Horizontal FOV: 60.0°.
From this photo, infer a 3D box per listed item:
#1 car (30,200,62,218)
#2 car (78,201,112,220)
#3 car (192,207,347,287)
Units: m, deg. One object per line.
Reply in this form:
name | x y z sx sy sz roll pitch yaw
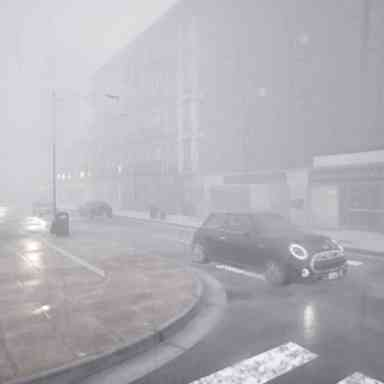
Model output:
car | -13.766 1.679 31.533 1.895 1.301 4.718 0 0 -36
car | -8.625 1.557 29.414 1.837 1.490 4.892 0 0 -36
car | 1.973 1.356 9.554 2.097 1.767 4.553 0 0 -36
